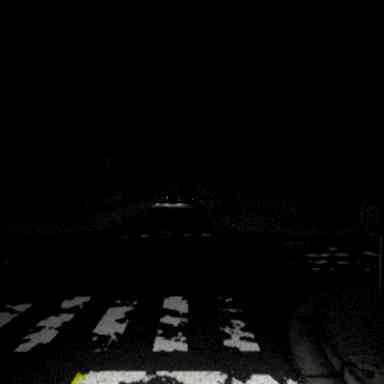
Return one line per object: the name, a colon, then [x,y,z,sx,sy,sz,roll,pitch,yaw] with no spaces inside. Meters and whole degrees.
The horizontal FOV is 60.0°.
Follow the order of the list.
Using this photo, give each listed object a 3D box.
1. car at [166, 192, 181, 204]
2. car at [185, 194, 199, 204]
car: [-2.690,0.762,49.816,2.097,1.767,4.553,0,1,0]
car: [0.060,0.979,49.631,1.994,1.385,4.181,0,1,0]
